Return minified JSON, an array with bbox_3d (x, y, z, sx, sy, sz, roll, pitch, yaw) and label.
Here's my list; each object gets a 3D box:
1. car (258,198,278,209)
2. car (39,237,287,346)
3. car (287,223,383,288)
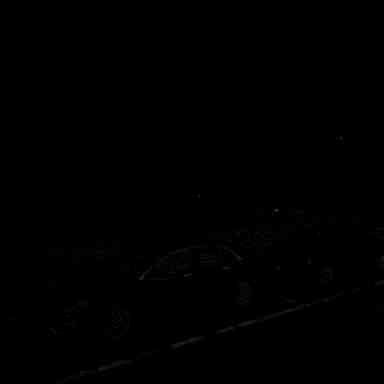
[{"bbox_3d":[9.155,1.401,40.526,1.994,1.385,4.181,1,1,-36],"label":"car"},{"bbox_3d":[-0.491,1.588,6.309,4.403,1.369,2.008,1,0,-36],"label":"car"},{"bbox_3d":[3.938,1.643,9.497,4.507,1.381,1.887,1,-1,-36],"label":"car"}]
